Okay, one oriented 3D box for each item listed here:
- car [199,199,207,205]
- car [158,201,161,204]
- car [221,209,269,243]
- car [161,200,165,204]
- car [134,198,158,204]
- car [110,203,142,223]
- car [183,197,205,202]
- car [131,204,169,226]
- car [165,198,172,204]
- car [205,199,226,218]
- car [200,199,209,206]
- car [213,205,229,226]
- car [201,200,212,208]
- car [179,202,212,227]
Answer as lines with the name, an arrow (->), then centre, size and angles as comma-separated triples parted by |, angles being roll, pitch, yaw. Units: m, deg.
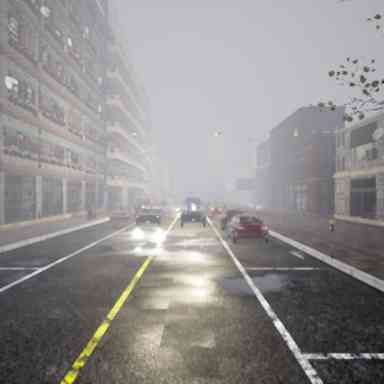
car -> 2.691, 2.288, 79.388 | 1.752, 1.417, 4.829 | 0, -1, 0
car -> -5.692, 1.851, 45.046 | 1.967, 1.590, 4.097 | 0, -1, 0
car -> 2.688, 1.727, 16.558 | 1.802, 1.307, 4.206 | 0, -1, 0
car -> -5.691, 2.018, 50.742 | 2.008, 1.369, 4.403 | 0, -1, 0
car -> -5.693, 1.672, 39.350 | 2.192, 1.841, 5.009 | 0, -1, 0
car -> -5.693, 1.831, 27.955 | 1.802, 1.307, 4.206 | 0, -1, 0
car -> 0.091, 1.588, 40.238 | 2.150, 2.045, 5.566 | 0, 0, 0
car -> -3.099, 1.827, 25.491 | 1.895, 1.301, 4.718 | 0, -1, 0
car -> -5.690, 2.206, 67.830 | 1.947, 1.339, 4.313 | 0, -1, 0
car -> 2.687, 1.743, 33.648 | 1.967, 1.590, 4.097 | 0, -1, 0
car -> 2.691, 2.245, 73.521 | 1.887, 1.381, 4.507 | 0, -1, 0
car -> 2.688, 1.762, 22.255 | 1.947, 1.339, 4.313 | 0, -1, 0
car -> 2.690, 2.126, 62.128 | 1.887, 1.381, 4.507 | 0, -1, 0
car -> 0.096, 1.710, 24.795 | 2.128, 1.511, 4.902 | 0, -1, 0
